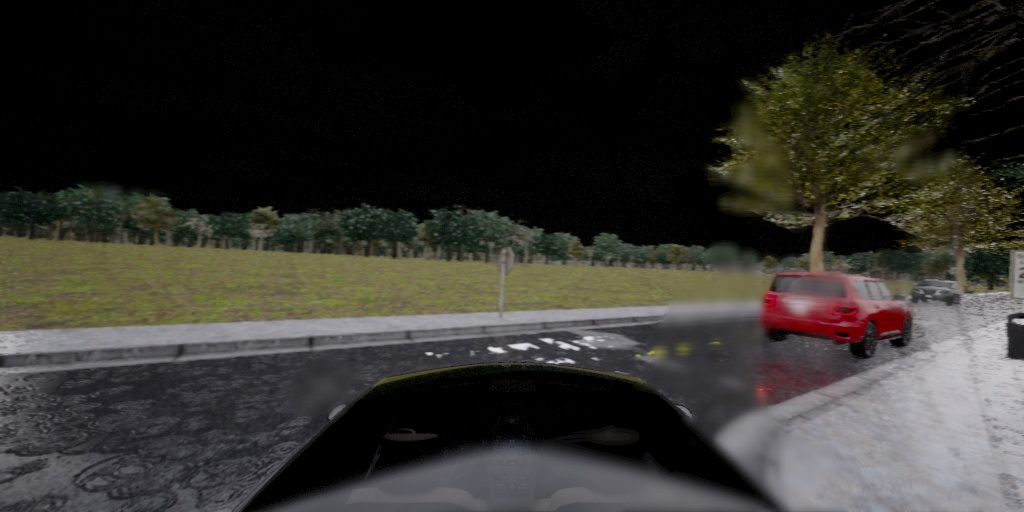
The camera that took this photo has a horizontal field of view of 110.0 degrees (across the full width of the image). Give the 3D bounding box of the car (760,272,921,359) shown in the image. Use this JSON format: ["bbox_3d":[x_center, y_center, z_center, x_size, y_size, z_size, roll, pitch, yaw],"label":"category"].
[{"bbox_3d":[9.492,1.549,10.427,5.566,2.045,2.150,3,-1,-32],"label":"car"}]

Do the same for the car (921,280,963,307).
[{"bbox_3d":[35.332,3.047,29.739,5.566,2.045,2.150,3,-1,-32],"label":"car"}]
